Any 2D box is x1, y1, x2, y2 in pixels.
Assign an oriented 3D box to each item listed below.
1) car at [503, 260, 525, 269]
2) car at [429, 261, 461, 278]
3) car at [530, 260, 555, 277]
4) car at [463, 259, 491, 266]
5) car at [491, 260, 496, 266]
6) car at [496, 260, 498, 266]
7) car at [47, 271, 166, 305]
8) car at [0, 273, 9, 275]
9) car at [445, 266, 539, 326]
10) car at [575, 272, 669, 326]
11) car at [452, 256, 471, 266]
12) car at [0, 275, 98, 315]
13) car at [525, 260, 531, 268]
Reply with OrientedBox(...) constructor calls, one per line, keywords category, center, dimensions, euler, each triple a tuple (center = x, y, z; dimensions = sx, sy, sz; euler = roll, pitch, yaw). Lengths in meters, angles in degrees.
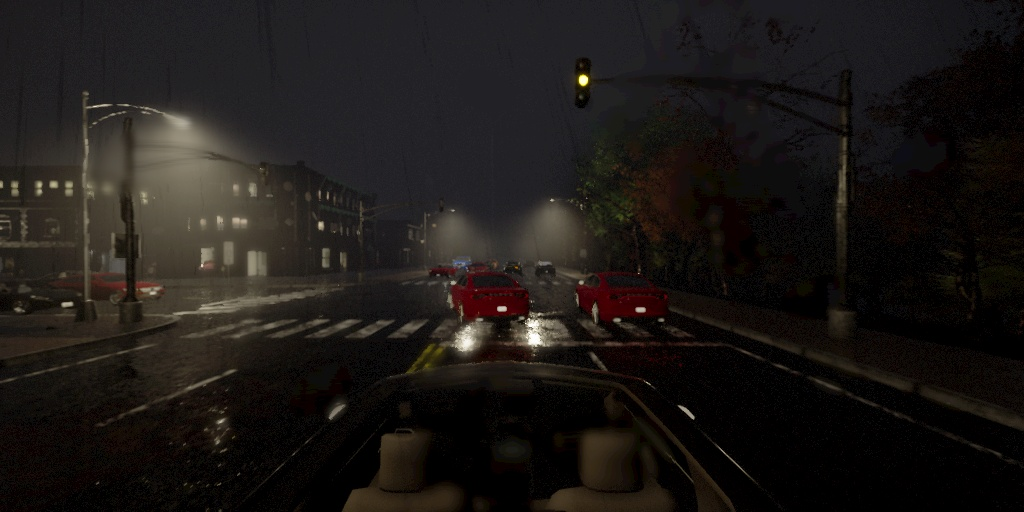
OrientedBox(category="car", center=(0.094, 1.322, 37.353), dimensions=(1.837, 1.490, 4.892), euler=(0, 0, 0))
OrientedBox(category="car", center=(-6.596, 1.414, 34.667), dimensions=(1.895, 1.301, 4.718), euler=(0, 0, 3))
OrientedBox(category="car", center=(3.345, 1.309, 37.084), dimensions=(2.128, 1.511, 4.902), euler=(0, 0, 0))
OrientedBox(category="car", center=(-3.346, 1.339, 34.881), dimensions=(1.812, 1.442, 4.674), euler=(0, 0, 0))
OrientedBox(category="car", center=(-3.336, 1.338, 45.523), dimensions=(1.837, 1.490, 4.892), euler=(0, 0, 0))
OrientedBox(category="car", center=(-3.303, 1.336, 60.455), dimensions=(1.882, 1.535, 5.008), euler=(0, 0, 1))
OrientedBox(category="car", center=(-19.333, 1.524, 17.048), dimensions=(4.674, 1.442, 1.812), euler=(-1, 0, 1))
OrientedBox(category="car", center=(-33.819, 1.700, 22.865), dimensions=(4.207, 1.307, 1.802), euler=(0, 0, 0))
OrientedBox(category="car", center=(-0.933, 1.248, 11.889), dimensions=(1.882, 1.535, 5.008), euler=(0, 0, -16))
OrientedBox(category="car", center=(3.350, 1.248, 11.803), dimensions=(1.882, 1.535, 5.008), euler=(0, 0, 0))
OrientedBox(category="car", center=(-6.574, 1.058, 47.576), dimensions=(2.150, 2.045, 5.566), euler=(0, 0, 0))
OrientedBox(category="car", center=(-19.949, 1.592, 14.348), dimensions=(4.313, 1.339, 1.948), euler=(0, 0, 0))
OrientedBox(category="car", center=(3.242, 1.431, 65.209), dimensions=(1.994, 1.385, 4.181), euler=(0, 0, 0))
